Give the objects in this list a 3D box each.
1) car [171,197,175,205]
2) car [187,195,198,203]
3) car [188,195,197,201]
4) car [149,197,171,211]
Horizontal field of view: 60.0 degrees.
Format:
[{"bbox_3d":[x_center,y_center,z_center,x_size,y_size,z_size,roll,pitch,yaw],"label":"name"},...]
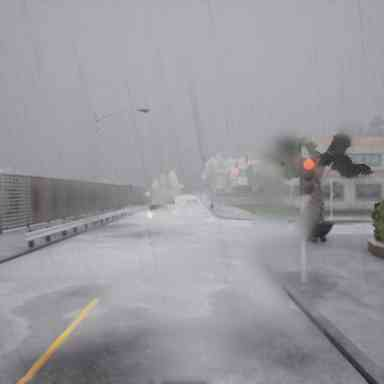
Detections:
[{"bbox_3d":[-3.999,1.568,57.971,1.994,1.385,4.181,0,0,0],"label":"car"},{"bbox_3d":[0.068,1.530,68.963,1.812,1.442,4.674,0,0,0],"label":"car"},{"bbox_3d":[0.078,1.438,78.967,1.994,1.385,4.181,0,0,0],"label":"car"},{"bbox_3d":[-4.051,1.481,40.846,1.882,1.535,5.008,0,1,0],"label":"car"}]
